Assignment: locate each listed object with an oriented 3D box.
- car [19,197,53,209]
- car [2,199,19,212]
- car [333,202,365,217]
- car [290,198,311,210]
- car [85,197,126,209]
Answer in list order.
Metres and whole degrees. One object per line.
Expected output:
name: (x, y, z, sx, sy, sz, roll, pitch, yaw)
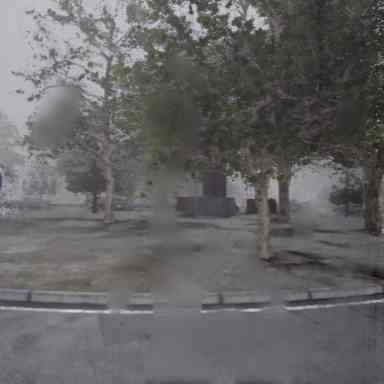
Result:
car: (-18.762, 1.272, 37.869, 2.033, 1.411, 5.357, 1, 0, 41)
car: (-19.165, 1.237, 30.929, 1.837, 1.490, 4.892, -1, 0, 24)
car: (15.864, 1.675, 32.321, 1.994, 1.385, 4.181, 1, 0, -25)
car: (14.435, 1.600, 45.009, 1.812, 1.442, 4.674, 1, 0, -6)
car: (-10.487, 1.302, 40.649, 4.902, 1.511, 2.128, 1, 0, -29)
